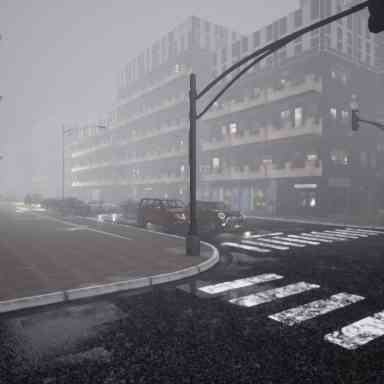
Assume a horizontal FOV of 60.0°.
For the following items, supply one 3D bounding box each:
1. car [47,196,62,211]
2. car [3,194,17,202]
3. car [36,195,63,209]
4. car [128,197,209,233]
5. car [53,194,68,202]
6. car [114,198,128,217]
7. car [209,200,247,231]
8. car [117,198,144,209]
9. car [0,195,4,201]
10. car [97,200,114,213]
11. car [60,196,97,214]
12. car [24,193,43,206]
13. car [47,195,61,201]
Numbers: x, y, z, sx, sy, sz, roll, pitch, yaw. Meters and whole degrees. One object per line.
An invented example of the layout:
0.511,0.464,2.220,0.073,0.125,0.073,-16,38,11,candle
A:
-14.805,1.451,38.047,1.947,1.339,4.313,0,0,-36,car
-38.027,1.412,70.186,1.802,1.307,4.206,0,0,-36,car
-18.123,1.436,42.639,1.947,1.339,4.313,0,0,-36,car
-1.534,1.264,19.680,2.192,1.841,5.009,0,0,-36,car
-27.917,1.269,70.503,1.967,1.590,4.097,0,0,-36,car
-4.344,1.470,27.979,2.033,1.411,5.357,0,0,-36,car
1.221,1.304,20.205,2.097,1.767,4.553,0,0,-34,car
-8.012,1.465,42.955,1.802,1.307,4.206,0,0,-36,car
-41.345,1.269,74.777,1.967,1.590,4.097,0,0,-36,car
-9.982,1.497,35.799,1.895,1.301,4.718,0,0,-36,car
-11.487,1.444,33.454,1.887,1.381,4.507,0,0,-36,car
-24.757,1.162,51.820,2.192,1.841,5.009,0,0,-36,car
-31.233,1.379,75.093,2.008,1.369,4.403,0,0,-36,car
